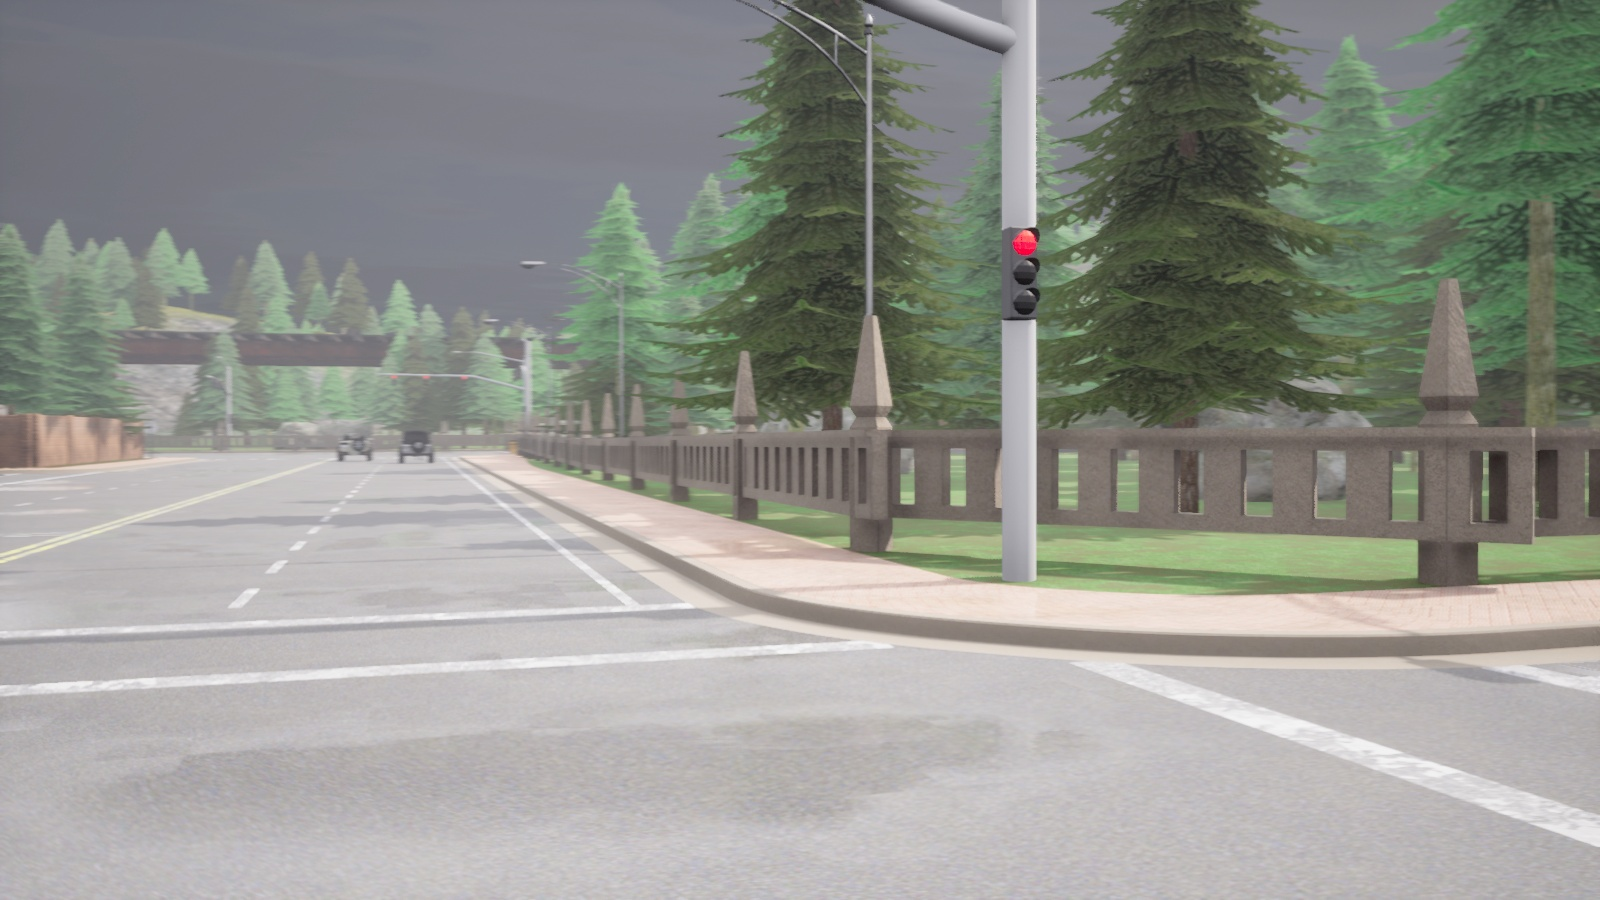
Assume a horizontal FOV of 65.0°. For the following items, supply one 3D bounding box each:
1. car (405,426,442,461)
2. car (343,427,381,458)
[{"bbox_3d":[-21.090,-0.386,70.306,1.905,1.878,3.866,0,1,-17],"label":"car"},{"bbox_3d":[-26.419,-0.463,75.852,1.932,1.855,4.605,0,1,-17],"label":"car"}]
